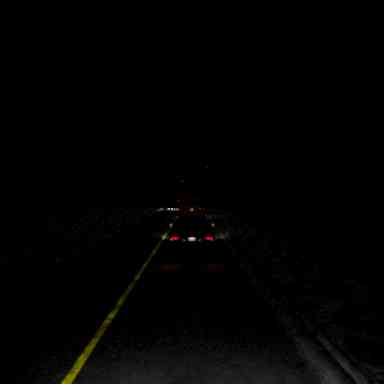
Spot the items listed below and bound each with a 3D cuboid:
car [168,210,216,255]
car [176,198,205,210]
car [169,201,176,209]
[{"bbox_3d":[-0.004,1.689,13.991,2.033,1.411,5.357,0,-1,0],"label":"car"},{"bbox_3d":[-0.011,1.527,29.012,2.150,2.045,5.566,0,-1,0],"label":"car"},{"bbox_3d":[-3.026,2.308,60.398,1.994,1.385,4.181,0,-1,0],"label":"car"}]
